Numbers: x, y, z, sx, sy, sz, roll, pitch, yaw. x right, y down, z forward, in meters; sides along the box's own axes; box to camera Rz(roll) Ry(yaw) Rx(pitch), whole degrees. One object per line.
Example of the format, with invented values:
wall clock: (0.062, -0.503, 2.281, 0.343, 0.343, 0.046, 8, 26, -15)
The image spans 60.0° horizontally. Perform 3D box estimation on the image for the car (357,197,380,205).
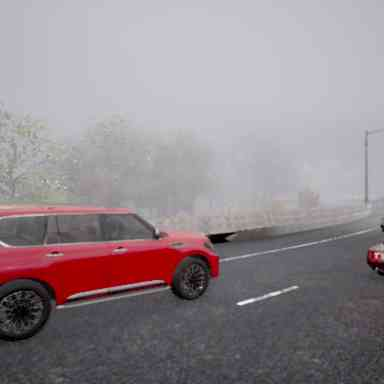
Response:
car: (38.955, 2.043, 73.656, 1.882, 1.535, 5.008, 0, 0, 8)

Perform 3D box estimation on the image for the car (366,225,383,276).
car: (6.903, 1.700, 9.560, 4.718, 1.301, 1.895, 1, -1, -41)

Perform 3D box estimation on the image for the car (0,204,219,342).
car: (-2.005, 1.271, 6.817, 5.566, 2.045, 2.150, 0, 0, -37)

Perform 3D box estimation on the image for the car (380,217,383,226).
car: (13.244, 1.755, 20.722, 2.033, 1.411, 5.357, 0, -1, 41)

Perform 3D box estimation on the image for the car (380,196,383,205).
car: (42.409, 1.796, 73.093, 2.150, 2.045, 5.566, 0, 0, 8)
